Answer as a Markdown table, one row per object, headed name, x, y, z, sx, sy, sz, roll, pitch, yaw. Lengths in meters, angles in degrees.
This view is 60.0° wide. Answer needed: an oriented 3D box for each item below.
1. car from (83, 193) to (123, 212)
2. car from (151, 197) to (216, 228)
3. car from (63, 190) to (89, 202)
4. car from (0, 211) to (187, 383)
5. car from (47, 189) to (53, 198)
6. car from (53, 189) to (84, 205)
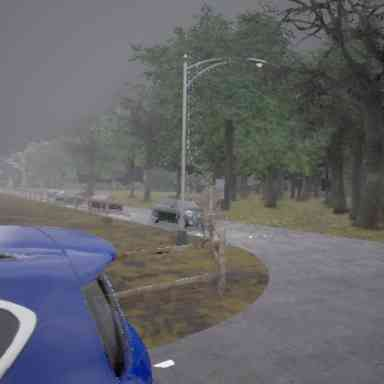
| name | x | y | z | sx | sy | sz | roll | pitch | yaw |
| --- | --- | --- | --- | --- | --- | --- | --- | --- | --- |
| car | -7.866 | 0.945 | 30.057 | 1.882 | 1.535 | 5.008 | 1 | 1 | -35 |
| car | -0.562 | 1.118 | 19.745 | 2.097 | 1.767 | 4.553 | 1 | 1 | -35 |
| car | -16.583 | 0.544 | 47.476 | 2.128 | 1.511 | 4.902 | 1 | 1 | -35 |
| car | -2.708 | 1.199 | 0.802 | 5.566 | 2.045 | 2.150 | 1 | 0 | -33 |
| car | -23.839 | 0.257 | 57.717 | 1.837 | 1.490 | 4.892 | 1 | 1 | -35 |
| car | -14.544 | 0.548 | 39.527 | 2.097 | 1.767 | 4.553 | 1 | 1 | -35 |
